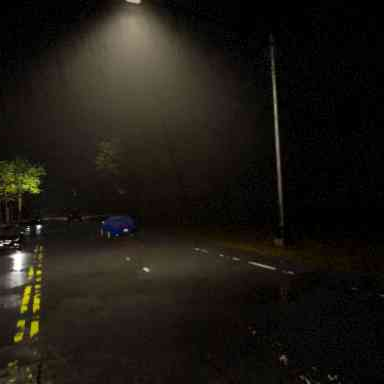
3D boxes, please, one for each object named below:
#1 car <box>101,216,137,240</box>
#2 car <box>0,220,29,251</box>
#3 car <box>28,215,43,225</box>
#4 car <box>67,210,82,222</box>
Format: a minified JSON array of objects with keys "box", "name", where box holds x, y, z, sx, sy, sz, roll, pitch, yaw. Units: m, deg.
[{"box":[-5.417,2.529,24.403,1.882,1.535,5.008,-2,-2,-24],"name":"car"},{"box":[-10.922,2.640,19.562,1.837,1.490,4.892,-2,-2,-24],"name":"car"},{"box":[-24.134,4.381,51.306,1.837,1.490,4.892,-2,-2,-18],"name":"car"},{"box":[-20.938,4.253,59.386,2.150,2.045,5.566,-2,-2,-24],"name":"car"}]
